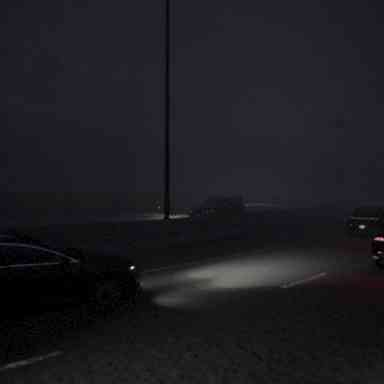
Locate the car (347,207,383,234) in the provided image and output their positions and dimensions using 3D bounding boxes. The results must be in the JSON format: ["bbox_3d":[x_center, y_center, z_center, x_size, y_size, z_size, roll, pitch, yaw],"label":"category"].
[{"bbox_3d":[10.349,1.592,19.048,2.128,1.511,4.902,0,0,40],"label":"car"}]

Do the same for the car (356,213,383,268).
[{"bbox_3d":[7.293,1.550,10.533,4.902,1.511,2.128,0,0,-44],"label":"car"}]

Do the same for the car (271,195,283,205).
[{"bbox_3d":[17.305,1.547,67.544,2.150,2.045,5.566,0,0,18],"label":"car"}]

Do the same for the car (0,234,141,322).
[{"bbox_3d":[-3.304,1.512,5.957,4.902,1.511,2.128,0,0,-36],"label":"car"}]

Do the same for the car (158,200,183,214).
[{"bbox_3d":[-1.892,1.667,38.012,1.837,1.490,4.892,1,0,32],"label":"car"}]

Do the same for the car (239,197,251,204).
[{"bbox_3d":[11.518,1.810,72.381,1.882,1.535,5.008,0,0,18],"label":"car"}]

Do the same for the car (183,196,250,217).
[{"bbox_3d":[2.120,1.337,25.704,2.150,2.045,5.566,0,0,39],"label":"car"}]

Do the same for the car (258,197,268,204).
[{"bbox_3d":[16.152,1.857,75.313,2.128,1.511,4.902,0,0,18],"label":"car"}]

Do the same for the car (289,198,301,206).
[{"bbox_3d":[19.756,1.835,63.799,1.812,1.442,4.674,0,0,18],"label":"car"}]

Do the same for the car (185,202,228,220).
[{"bbox_3d":[1.430,1.700,30.589,1.994,1.385,4.181,0,0,36],"label":"car"}]

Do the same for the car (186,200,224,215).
[{"bbox_3d":[1.500,1.655,36.869,2.128,1.511,4.902,0,0,31],"label":"car"}]
